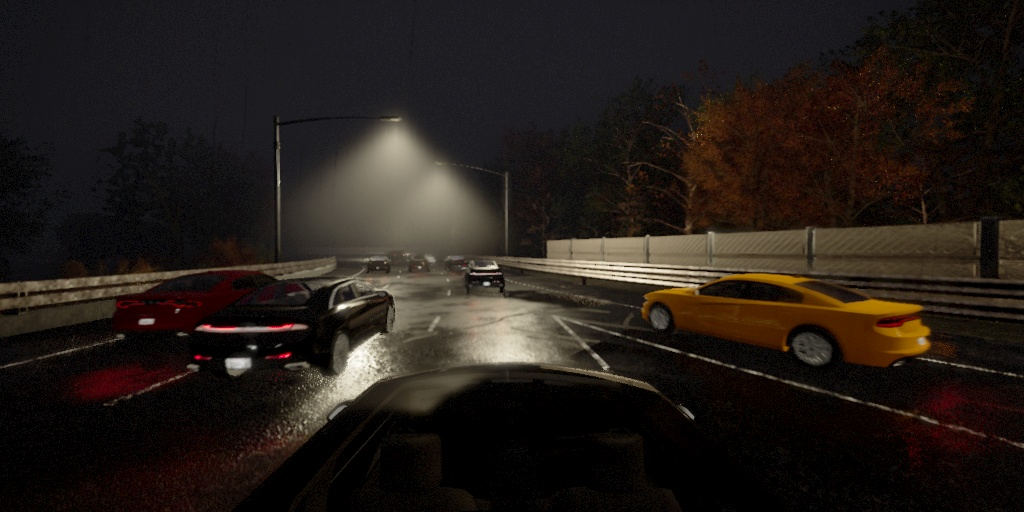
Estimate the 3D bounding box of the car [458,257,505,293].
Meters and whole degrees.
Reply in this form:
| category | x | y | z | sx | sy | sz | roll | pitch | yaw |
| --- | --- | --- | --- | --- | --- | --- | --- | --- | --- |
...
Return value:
| category | x | y | z | sx | sy | sz | roll | pitch | yaw |
| --- | --- | --- | --- | --- | --- | --- | --- | --- | --- |
| car | -1.518 | 0.980 | 18.393 | 2.128 | 1.511 | 4.902 | 0 | 1 | -9 |

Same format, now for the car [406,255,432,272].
| category | x | y | z | sx | sy | sz | roll | pitch | yaw |
| --- | --- | --- | --- | --- | --- | --- | --- | --- | --- |
| car | -9.230 | 0.740 | 35.186 | 1.837 | 1.490 | 4.892 | 0 | 1 | -18 |

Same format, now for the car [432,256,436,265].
| category | x | y | z | sx | sy | sz | roll | pitch | yaw |
| --- | --- | --- | --- | --- | --- | --- | --- | --- | --- |
| car | -12.266 | 0.506 | 51.620 | 1.812 | 1.442 | 4.674 | 0 | 1 | -26 |

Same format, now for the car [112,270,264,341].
| category | x | y | z | sx | sy | sz | roll | pitch | yaw |
| --- | --- | --- | --- | --- | --- | --- | --- | --- | --- |
| car | -7.432 | 1.112 | 9.567 | 1.882 | 1.535 | 5.008 | 0 | 1 | -4 |

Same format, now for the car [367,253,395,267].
| category | x | y | z | sx | sy | sz | roll | pitch | yaw |
| --- | --- | --- | --- | --- | --- | --- | --- | --- | --- |
| car | -12.122 | 0.768 | 32.775 | 2.128 | 1.511 | 4.902 | 0 | 1 | -18 |

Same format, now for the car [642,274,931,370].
| category | x | y | z | sx | sy | sz | roll | pitch | yaw |
| --- | --- | --- | --- | --- | --- | --- | --- | --- | --- |
| car | 5.175 | 1.126 | 7.732 | 1.882 | 1.535 | 5.008 | -1 | 1 | -29 |

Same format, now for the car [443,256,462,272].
| category | x | y | z | sx | sy | sz | roll | pitch | yaw |
| --- | --- | --- | --- | --- | --- | --- | --- | --- | --- |
| car | -5.682 | 0.715 | 35.650 | 2.128 | 1.511 | 4.902 | 0 | 1 | -19 |

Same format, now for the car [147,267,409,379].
| category | x | y | z | sx | sy | sz | roll | pitch | yaw |
| --- | --- | --- | --- | --- | --- | --- | --- | --- | --- |
| car | -3.752 | 1.160 | 7.139 | 2.128 | 1.511 | 4.902 | 0 | 1 | -4 |
